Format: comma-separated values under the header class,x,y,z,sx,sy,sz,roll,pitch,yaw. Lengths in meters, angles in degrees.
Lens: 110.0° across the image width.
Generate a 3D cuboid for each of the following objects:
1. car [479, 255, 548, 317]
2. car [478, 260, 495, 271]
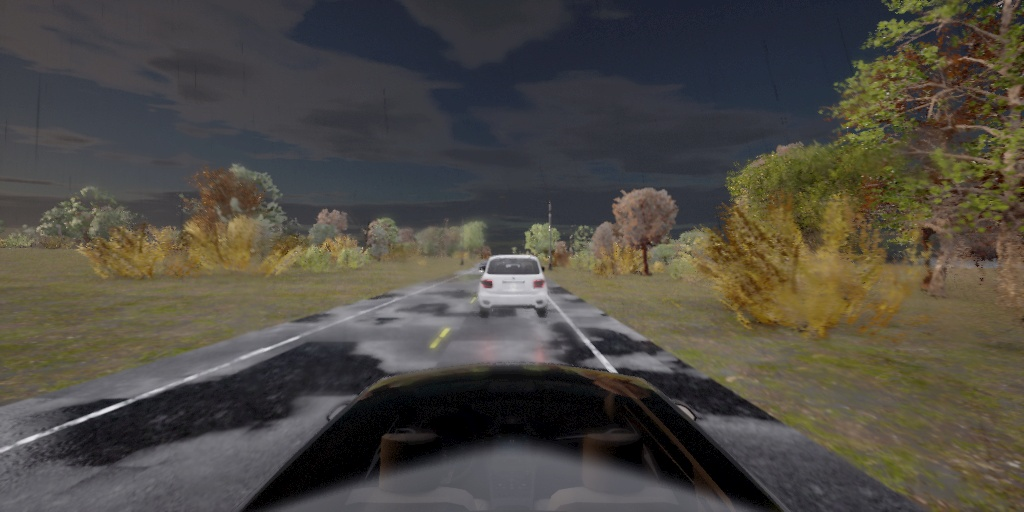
class,x,y,z,sx,sy,sz,roll,pitch,yaw
car,0.064,0.975,13.254,2.150,2.045,5.566,0,0,0
car,-3.580,1.315,51.056,2.033,1.411,5.357,0,0,0
